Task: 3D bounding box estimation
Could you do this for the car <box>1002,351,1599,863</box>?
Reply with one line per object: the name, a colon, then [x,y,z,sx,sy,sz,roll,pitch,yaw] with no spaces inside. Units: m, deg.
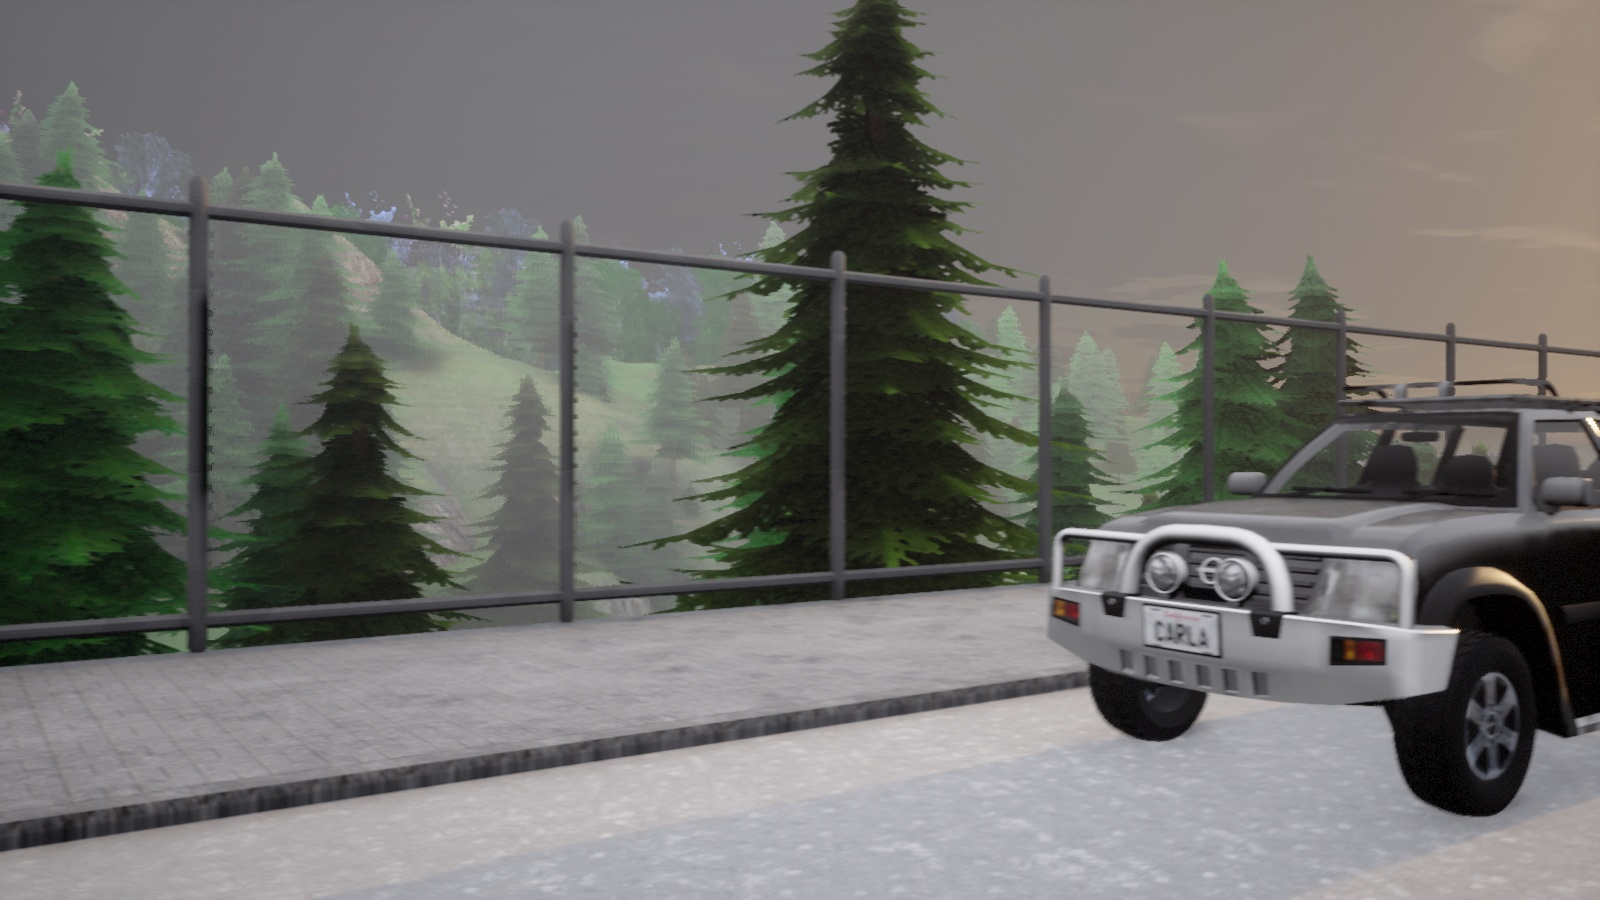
car: [3.432,0.571,6.656,4.605,1.855,1.932,0,0,-35]
